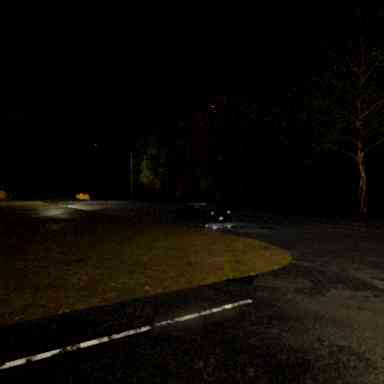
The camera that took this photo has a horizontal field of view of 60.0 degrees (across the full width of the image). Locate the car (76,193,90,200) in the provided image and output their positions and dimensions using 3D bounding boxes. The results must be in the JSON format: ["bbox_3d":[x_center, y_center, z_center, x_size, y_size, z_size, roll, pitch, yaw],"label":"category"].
[{"bbox_3d":[-24.418,1.009,74.340,1.882,1.535,5.008,0,0,-34],"label":"car"}]

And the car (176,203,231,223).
[{"bbox_3d":[0.771,1.483,24.664,1.895,1.301,4.718,0,0,-34],"label":"car"}]
